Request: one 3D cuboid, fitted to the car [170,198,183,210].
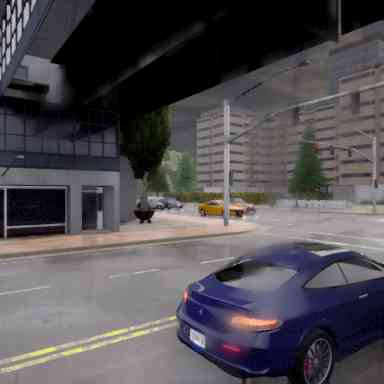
[{"bbox_3d":[-2.997,1.492,43.267,2.128,1.511,4.902,0,0,-36],"label":"car"}]

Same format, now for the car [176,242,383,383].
[{"bbox_3d":[1.947,1.526,5.185,4.674,1.442,1.812,0,0,-35],"label":"car"}]

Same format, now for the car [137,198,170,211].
[{"bbox_3d":[-4.903,1.564,39.927,1.994,1.385,4.181,0,0,-36],"label":"car"}]

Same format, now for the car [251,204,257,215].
[{"bbox_3d":[4.304,1.352,33.149,2.097,1.767,4.553,0,0,-36],"label":"car"}]

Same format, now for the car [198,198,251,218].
[{"bbox_3d":[2.537,1.478,29.621,1.882,1.535,5.008,0,0,-36],"label":"car"}]
